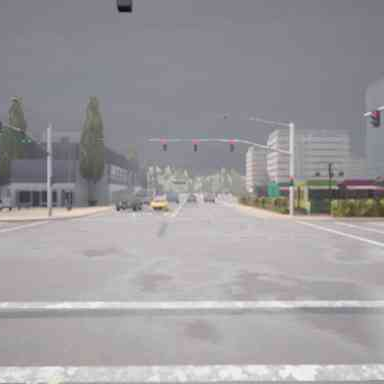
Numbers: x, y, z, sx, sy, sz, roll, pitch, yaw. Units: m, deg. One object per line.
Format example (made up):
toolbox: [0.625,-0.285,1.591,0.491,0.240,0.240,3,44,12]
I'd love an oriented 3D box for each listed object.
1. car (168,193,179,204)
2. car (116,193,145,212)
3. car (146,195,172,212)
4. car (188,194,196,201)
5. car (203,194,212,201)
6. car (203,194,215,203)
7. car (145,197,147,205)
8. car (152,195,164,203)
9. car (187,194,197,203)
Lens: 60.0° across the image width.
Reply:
car: [-3.513,1.124,60.125,2.150,2.045,5.566,0,0,0]
car: [-7.090,1.159,37.836,2.150,2.045,5.566,0,0,0]
car: [-3.589,1.415,37.441,1.882,1.535,5.008,0,1,0]
car: [0.004,1.247,75.284,1.837,1.490,4.892,0,0,0]
car: [3.504,1.271,75.285,1.812,1.442,4.674,0,0,0]
car: [3.504,1.383,65.010,2.128,1.511,4.902,0,0,0]
car: [-7.067,1.475,53.436,1.994,1.385,4.181,0,0,0]
car: [-6.996,1.347,68.989,1.882,1.535,5.008,0,0,0]
car: [0.004,1.383,65.010,2.128,1.511,4.902,0,0,0]
